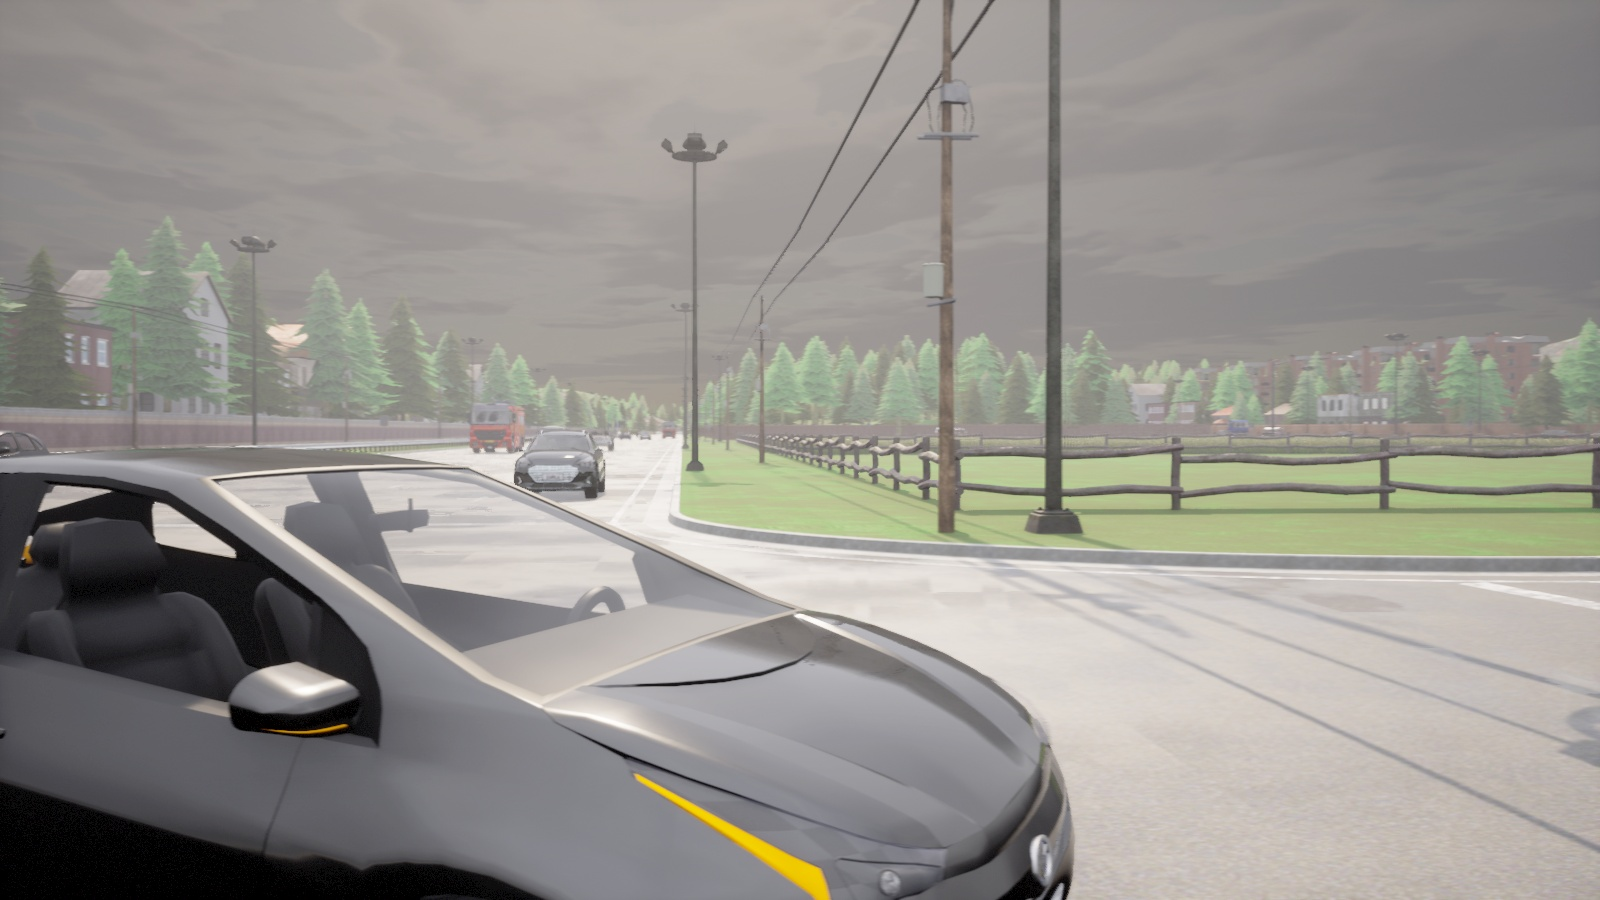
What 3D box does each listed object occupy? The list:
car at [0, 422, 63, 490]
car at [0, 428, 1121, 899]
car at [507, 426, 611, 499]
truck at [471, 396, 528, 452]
[{"bbox_3d":[-19.864,0.121,30.530,1.851,1.617,3.988,0,1,-5],"label":"car"},{"bbox_3d":[-1.530,0.707,3.631,4.514,1.525,2.007,1,1,22],"label":"car"},{"bbox_3d":[-5.847,0.249,30.961,2.033,1.649,4.856,0,1,-5],"label":"car"},{"bbox_3d":[-21.838,-1.875,91.695,2.891,3.827,8.468,0,1,-5],"label":"truck"}]
